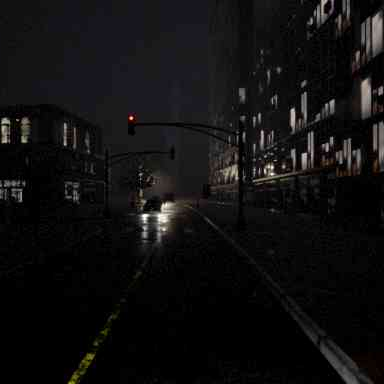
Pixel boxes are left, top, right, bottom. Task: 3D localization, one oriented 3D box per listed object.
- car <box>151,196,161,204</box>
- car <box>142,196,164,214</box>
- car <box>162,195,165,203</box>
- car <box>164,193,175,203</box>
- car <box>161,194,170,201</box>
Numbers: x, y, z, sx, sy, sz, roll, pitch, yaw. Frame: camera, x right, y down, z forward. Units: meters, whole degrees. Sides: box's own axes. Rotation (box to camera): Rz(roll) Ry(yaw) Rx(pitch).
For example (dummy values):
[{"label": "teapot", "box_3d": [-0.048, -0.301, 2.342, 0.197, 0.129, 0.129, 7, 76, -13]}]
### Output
[{"label": "car", "box_3d": [-7.059, 1.486, 64.403, 1.837, 1.490, 4.892, 0, 0, -7]}, {"label": "car", "box_3d": [-4.201, 1.499, 35.530, 1.837, 1.490, 4.892, 0, 0, -4]}, {"label": "car", "box_3d": [-5.420, 1.553, 49.670, 1.994, 1.385, 4.181, 0, 0, -6]}, {"label": "car", "box_3d": [-4.869, 1.208, 69.136, 2.150, 2.045, 5.566, 0, 0, -8]}, {"label": "car", "box_3d": [-6.417, 1.335, 79.403, 1.812, 1.442, 4.674, 0, 0, -10]}]
